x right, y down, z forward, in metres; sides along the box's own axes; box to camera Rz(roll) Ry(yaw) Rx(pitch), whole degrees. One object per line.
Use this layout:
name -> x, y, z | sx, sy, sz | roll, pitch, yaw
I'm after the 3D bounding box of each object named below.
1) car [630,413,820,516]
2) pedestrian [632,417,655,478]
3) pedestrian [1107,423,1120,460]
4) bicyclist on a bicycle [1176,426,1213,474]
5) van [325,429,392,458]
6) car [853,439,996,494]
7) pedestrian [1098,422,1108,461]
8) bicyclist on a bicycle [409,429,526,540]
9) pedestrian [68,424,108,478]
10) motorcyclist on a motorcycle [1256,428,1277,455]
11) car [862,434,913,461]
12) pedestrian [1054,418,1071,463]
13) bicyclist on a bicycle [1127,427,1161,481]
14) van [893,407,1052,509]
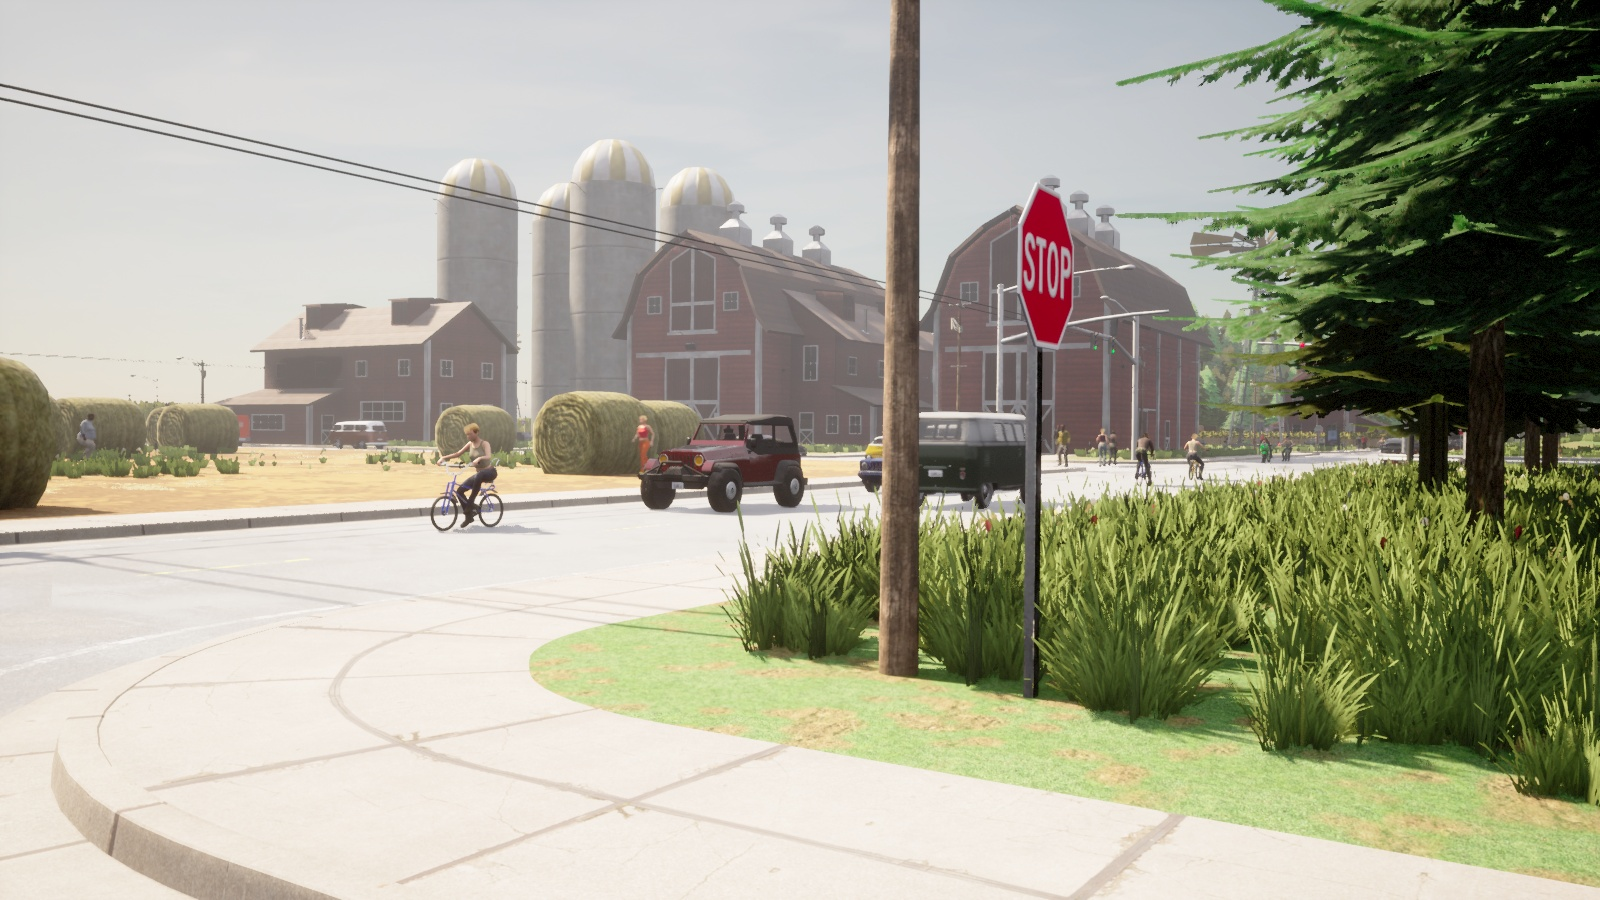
car -> -1.407, 0.233, 25.069 | 1.905, 1.878, 3.866 | 0, 1, 31
pedestrian -> -4.725, -0.073, 37.882 | 0.345, 1.836, 0.594 | 0, 1, 37
pedestrian -> 15.436, -0.443, 61.859 | 0.328, 1.805, 0.869 | 0, 1, 32
bicyclist on a bicycle -> 13.684, -0.015, 43.524 | 0.866, 1.612, 1.509 | 0, 1, 31
van -> -31.553, -0.476, 89.662 | 4.480, 2.038, 2.069 | 0, 1, 30
car -> 3.359, 0.385, 33.049 | 1.895, 1.301, 4.718 | 0, 1, 31
pedestrian -> 14.329, -0.399, 59.411 | 0.345, 1.836, 0.594 | 0, 1, 27
bicyclist on a bicycle -> -5.018, 0.488, 19.032 | 0.866, 1.612, 1.509 | 0, 1, 31
pedestrian -> -24.880, 0.018, 43.893 | 0.900, 1.855, 0.874 | -1, 1, -3
motorcyclist on a motorcycle -> 26.969, -0.487, 72.584 | 0.797, 1.523, 2.044 | 0, 1, 31
car -> 4.517, -0.138, 64.968 | 2.207, 1.376, 1.481 | 0, 1, 30
pedestrian -> 10.978, -0.404, 52.527 | 0.370, 1.835, 0.726 | 0, 1, 38
bicyclist on a bicycle -> 10.448, 0.104, 38.093 | 0.582, 1.620, 1.656 | 0, 1, 31
van -> 3.788, 0.117, 26.943 | 1.775, 1.987, 4.442 | 0, 1, 31
